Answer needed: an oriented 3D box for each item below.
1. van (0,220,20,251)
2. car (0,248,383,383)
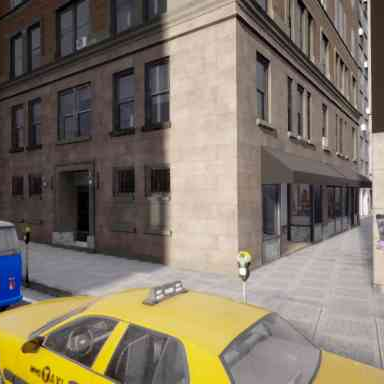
[{"bbox_3d":[-4.928,1.342,6.384,3.998,1.788,1.690,0,-1,36],"label":"van"},{"bbox_3d":[-0.452,1.526,3.182,4.829,1.417,1.752,0,-1,36],"label":"car"}]
